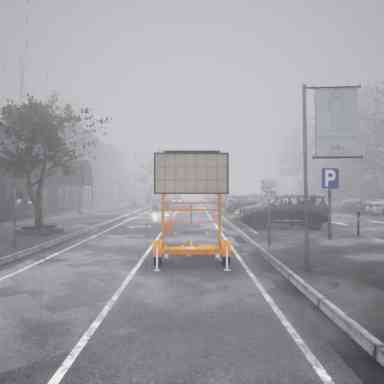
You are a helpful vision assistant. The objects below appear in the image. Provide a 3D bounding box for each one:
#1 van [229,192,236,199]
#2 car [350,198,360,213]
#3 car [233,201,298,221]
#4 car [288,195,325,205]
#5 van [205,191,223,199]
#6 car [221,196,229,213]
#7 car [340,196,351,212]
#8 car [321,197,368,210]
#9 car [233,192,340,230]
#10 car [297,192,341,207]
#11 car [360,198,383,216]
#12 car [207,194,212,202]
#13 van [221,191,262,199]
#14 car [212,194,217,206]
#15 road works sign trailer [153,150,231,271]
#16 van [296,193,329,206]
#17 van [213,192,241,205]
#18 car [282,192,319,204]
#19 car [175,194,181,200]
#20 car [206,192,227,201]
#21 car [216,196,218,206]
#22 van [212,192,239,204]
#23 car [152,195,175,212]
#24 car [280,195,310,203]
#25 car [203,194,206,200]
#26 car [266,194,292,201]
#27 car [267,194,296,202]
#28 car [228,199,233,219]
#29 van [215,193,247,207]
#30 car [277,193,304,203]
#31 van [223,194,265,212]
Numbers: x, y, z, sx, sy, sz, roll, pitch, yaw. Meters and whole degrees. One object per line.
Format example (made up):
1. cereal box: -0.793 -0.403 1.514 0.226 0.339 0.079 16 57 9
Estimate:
1. van: 5.783 1.219 28.995 4.442 1.987 1.878 0 0 0
2. car: 18.728 1.441 32.601 4.892 1.521 2.231 0 0 0
3. car: 5.678 1.490 26.192 4.674 1.452 2.002 0 0 0
4. car: 18.845 1.295 54.814 5.366 1.575 1.946 0 1 0
5. van: 5.370 0.805 82.263 4.442 1.987 1.878 0 1 0
6. car: 5.651 1.440 31.798 5.008 1.535 2.097 0 0 0
7. car: 18.719 1.432 35.379 5.008 1.535 2.097 0 0 0
8. car: 18.676 1.441 40.928 4.792 1.488 2.163 0 0 0
9. car: 5.666 1.209 20.585 5.566 2.045 2.435 0 0 0
10. car: 18.706 1.100 49.261 5.566 2.045 2.435 0 1 0
11. car: 18.714 1.193 29.826 5.566 2.045 2.435 0 0 0
12. car: 5.562 1.078 51.427 5.566 2.045 2.435 0 1 0
13. van: 5.531 1.208 34.605 4.442 1.987 1.878 0 0 0
14. car: 5.616 1.378 45.821 4.892 1.521 2.231 0 0 0
15. road works sign trailer: -0.026 0.458 10.842 2.380 3.560 2.880 0 0 -1
16. van: 18.785 1.099 52.037 4.442 1.987 1.878 0 1 0
17. van: 5.697 1.076 54.232 4.442 1.987 1.878 0 1 0
18. car: 18.678 1.019 57.587 5.566 2.045 2.435 0 1 0
19. car: -3.404 1.211 76.512 1.895 1.301 4.718 0 1 0
20. car: 5.483 0.986 73.854 4.553 1.767 2.185 0 1 0
21. car: 5.657 1.443 40.211 4.792 1.488 2.163 0 0 0
22. van: 5.688 1.049 57.035 4.442 1.987 1.878 0 1 0
23. car: -3.425 1.400 37.785 2.128 1.511 4.902 0 0 0
24. car: 18.611 1.273 60.365 4.792 1.488 2.163 0 1 0
25. car: 5.505 0.915 68.247 5.566 2.045 2.435 0 1 0
26. car: 18.608 1.138 71.468 4.892 1.521 2.231 0 1 0
27. car: 18.427 1.160 68.691 5.366 1.575 1.946 0 1 0
28. car: 5.500 1.452 23.388 5.366 1.575 1.946 0 0 0
29. van: 5.716 1.130 48.627 4.442 1.987 1.878 0 0 0
30. car: 18.661 1.091 63.141 4.553 1.767 2.185 0 1 0
31. van: 5.754 1.198 37.407 4.442 1.987 1.878 0 0 0
